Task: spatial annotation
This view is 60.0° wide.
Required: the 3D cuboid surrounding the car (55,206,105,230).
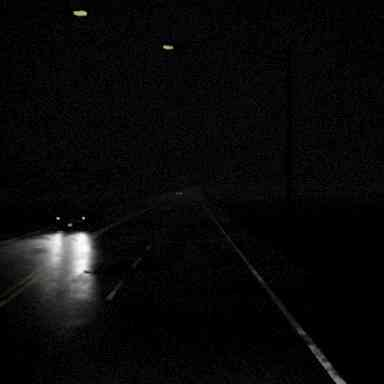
[{"bbox_3d":[-6.989,1.558,21.102,1.895,1.301,4.718,0,0,-2],"label":"car"}]
